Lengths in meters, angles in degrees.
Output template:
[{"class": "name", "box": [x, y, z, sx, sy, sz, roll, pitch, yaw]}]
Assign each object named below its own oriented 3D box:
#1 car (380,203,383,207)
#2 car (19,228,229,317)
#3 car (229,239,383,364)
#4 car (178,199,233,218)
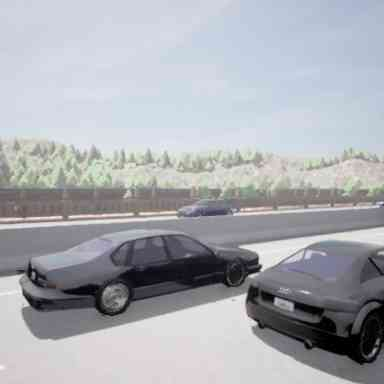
[{"class": "car", "box": [23.952, 1.468, 38.997, 5.008, 1.535, 1.882, 0, 0, -36]}, {"class": "car", "box": [-0.829, 1.550, 7.491, 5.357, 1.411, 2.033, 0, 0, -36]}, {"class": "car", "box": [2.926, 1.563, 5.911, 4.181, 1.385, 1.994, 0, 0, -36]}, {"class": "car", "box": [1.078, 1.358, 26.510, 4.553, 1.767, 2.097, 0, 0, -36]}]
